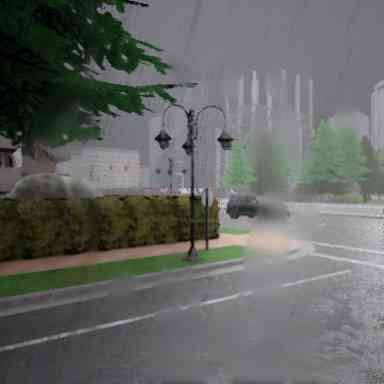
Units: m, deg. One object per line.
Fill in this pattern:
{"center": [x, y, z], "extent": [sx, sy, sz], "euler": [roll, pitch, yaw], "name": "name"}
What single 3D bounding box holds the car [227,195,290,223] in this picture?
{"center": [5.159, 1.240, 26.629], "extent": [2.150, 2.045, 5.566], "euler": [0, 0, -35], "name": "car"}
